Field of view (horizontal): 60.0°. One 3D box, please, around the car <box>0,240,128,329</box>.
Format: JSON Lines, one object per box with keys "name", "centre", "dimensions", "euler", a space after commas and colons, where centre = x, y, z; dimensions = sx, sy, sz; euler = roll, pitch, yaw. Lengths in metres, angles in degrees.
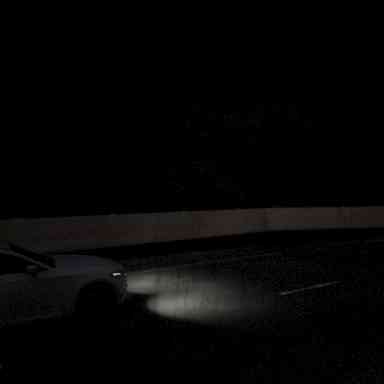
{"name": "car", "centre": [-3.409, 1.524, 5.532], "dimensions": [4.674, 1.442, 1.812], "euler": [0, 0, -34]}
